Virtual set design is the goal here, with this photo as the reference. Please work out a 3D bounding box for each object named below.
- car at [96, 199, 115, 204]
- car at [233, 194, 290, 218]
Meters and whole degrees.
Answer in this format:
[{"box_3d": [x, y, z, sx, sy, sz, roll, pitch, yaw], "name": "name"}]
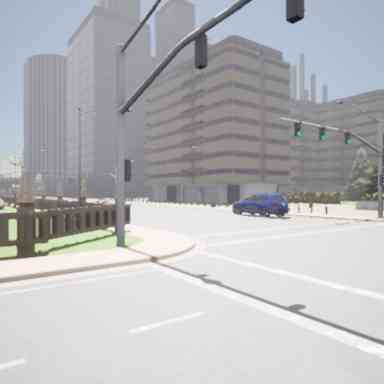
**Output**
[{"box_3d": [-10.697, 1.573, 41.243, 1.895, 1.301, 4.718, 0, 0, -35], "name": "car"}, {"box_3d": [6.101, 1.193, 29.915, 2.150, 2.045, 5.566, 0, 0, -36], "name": "car"}]
